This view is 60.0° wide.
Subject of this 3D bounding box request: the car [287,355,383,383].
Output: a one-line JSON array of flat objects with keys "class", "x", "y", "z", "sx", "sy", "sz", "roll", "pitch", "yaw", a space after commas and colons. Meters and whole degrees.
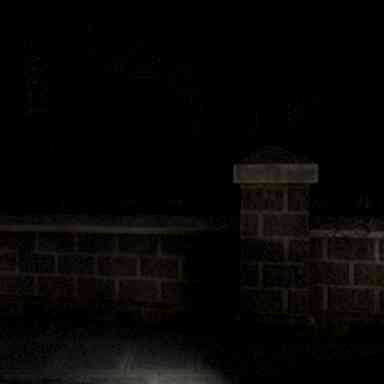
[{"class": "car", "x": 2.855, "y": 1.527, "z": 1.796, "sx": 4.674, "sy": 1.442, "sz": 1.812, "roll": 0, "pitch": 0, "yaw": 9}]
